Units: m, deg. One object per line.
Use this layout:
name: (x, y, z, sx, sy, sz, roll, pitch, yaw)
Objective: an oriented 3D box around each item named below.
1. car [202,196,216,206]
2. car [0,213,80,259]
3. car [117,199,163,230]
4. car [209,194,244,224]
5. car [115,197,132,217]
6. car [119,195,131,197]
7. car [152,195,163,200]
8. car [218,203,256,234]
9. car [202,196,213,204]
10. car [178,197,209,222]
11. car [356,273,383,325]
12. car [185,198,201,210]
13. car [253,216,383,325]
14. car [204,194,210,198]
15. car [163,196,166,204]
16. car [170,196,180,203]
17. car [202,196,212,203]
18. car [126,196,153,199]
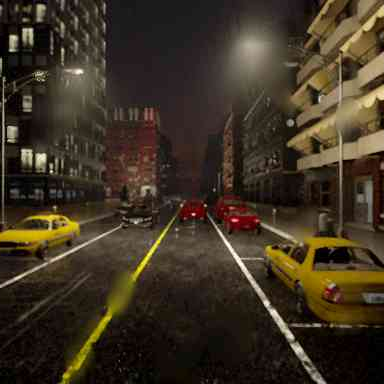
car: (2.689, 1.392, 52.219, 1.947, 1.339, 4.313, 1, 0, 0)
car: (-5.674, 1.484, 12.496, 1.752, 1.417, 4.829, 1, 0, 0)
car: (-3.092, 1.436, 20.776, 1.837, 1.490, 4.892, 0, 0, 0)
car: (2.681, 1.236, 23.936, 2.192, 1.841, 5.009, 1, 0, 0)
car: (-5.667, 1.453, 29.634, 2.008, 1.369, 4.403, 1, 0, 0)
car: (-18.673, 1.410, 91.924, 4.313, 1.339, 1.947, 0, 0, 0)
car: (-5.658, 1.285, 46.603, 1.967, 1.590, 4.097, 1, 0, 0)
car: (2.675, 1.521, 18.281, 1.802, 1.307, 4.206, 1, 0, 0)
car: (2.692, 1.388, 57.876, 1.802, 1.307, 4.206, 1, 0, 0)
car: (0.112, 1.393, 25.516, 1.882, 1.535, 5.008, 0, 0, 0)
car: (2.707, 1.561, 1.312, 1.947, 1.339, 4.313, 1, 0, 0)
car: (0.117, 1.460, 42.313, 1.895, 1.301, 4.718, 0, 0, 0)
car: (2.715, 1.501, 7.138, 1.752, 1.417, 4.829, 1, 0, 0)
car: (2.690, 1.160, 46.561, 2.192, 1.841, 5.009, 1, 0, 0)
car: (-5.654, 1.247, 57.916, 1.967, 1.590, 4.097, 1, 0, 0)
car: (-3.012, 1.397, 61.274, 1.895, 1.301, 4.718, 0, 0, 1)
car: (2.864, 1.369, 63.532, 1.802, 1.307, 4.206, 1, 0, 0)
car: (-5.665, 1.434, 35.291, 2.008, 1.369, 4.403, 1, 0, 0)
